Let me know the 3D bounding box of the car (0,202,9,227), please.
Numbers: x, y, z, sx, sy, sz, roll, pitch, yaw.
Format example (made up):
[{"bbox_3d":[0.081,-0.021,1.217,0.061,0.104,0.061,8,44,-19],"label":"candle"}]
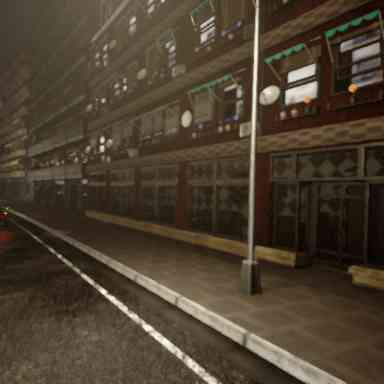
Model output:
[{"bbox_3d":[-11.830,1.212,19.349,1.812,1.442,4.674,2,0,-34],"label":"car"}]
